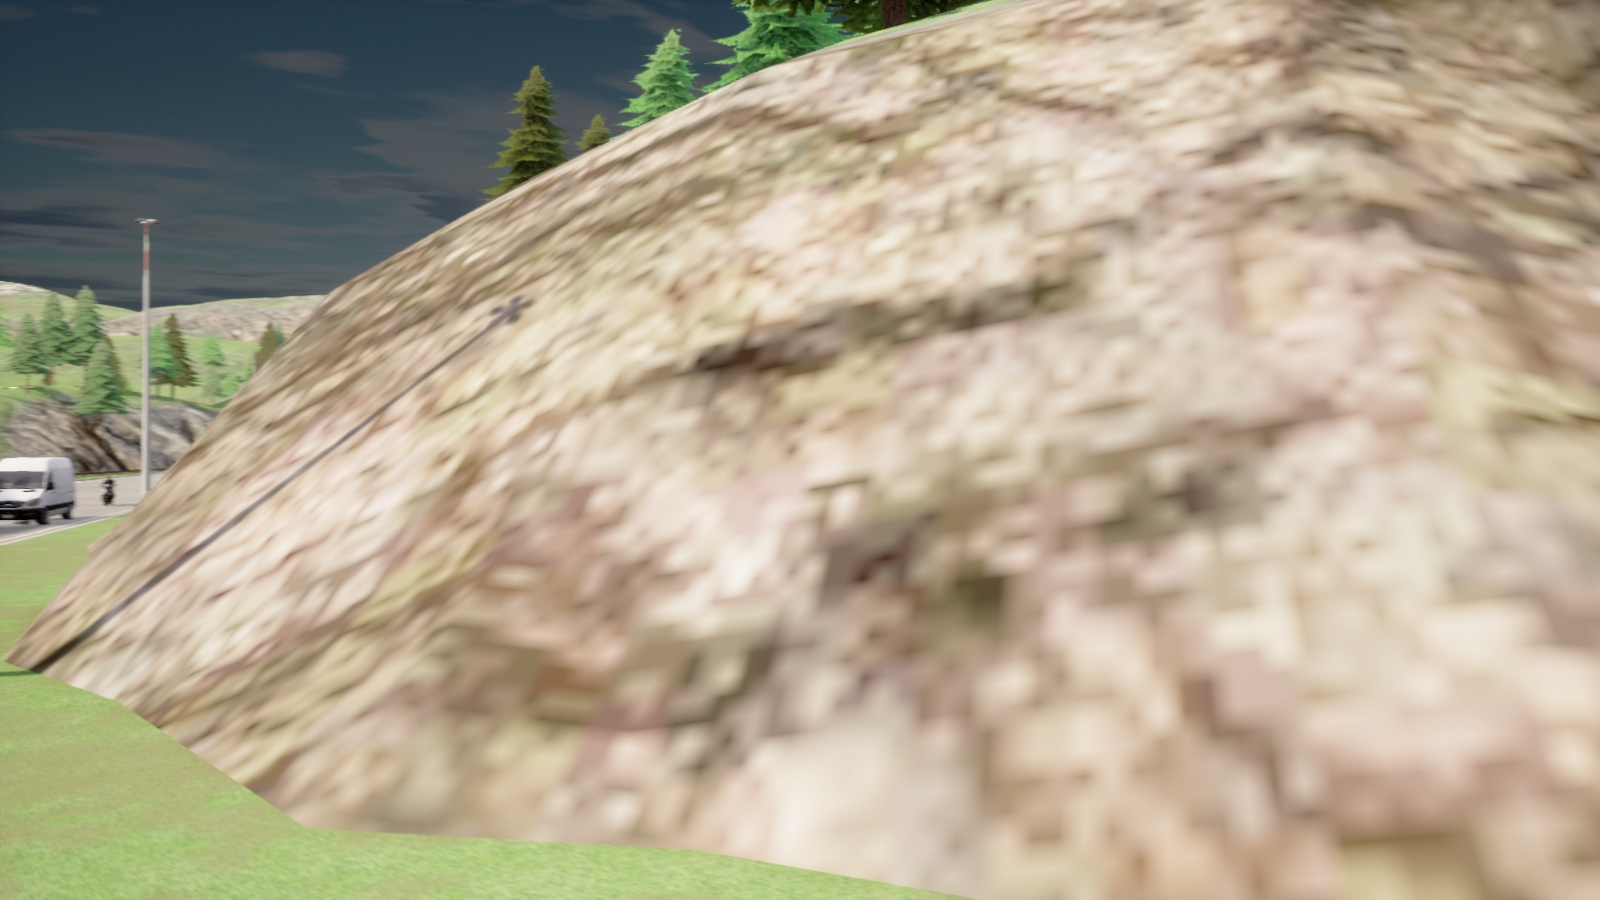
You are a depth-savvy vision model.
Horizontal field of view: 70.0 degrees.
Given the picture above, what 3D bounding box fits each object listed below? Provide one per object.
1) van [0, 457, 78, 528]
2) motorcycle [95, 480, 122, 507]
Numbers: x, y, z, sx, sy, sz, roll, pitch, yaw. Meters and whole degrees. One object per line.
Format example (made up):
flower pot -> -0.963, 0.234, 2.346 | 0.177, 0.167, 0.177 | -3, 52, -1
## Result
van -> -30.338, 1.593, 45.024 | 1.988, 2.561, 5.915 | 0, 0, -20
motorcycle -> -35.225, 2.219, 58.233 | 0.856, 1.316, 1.805 | 0, 0, -20
